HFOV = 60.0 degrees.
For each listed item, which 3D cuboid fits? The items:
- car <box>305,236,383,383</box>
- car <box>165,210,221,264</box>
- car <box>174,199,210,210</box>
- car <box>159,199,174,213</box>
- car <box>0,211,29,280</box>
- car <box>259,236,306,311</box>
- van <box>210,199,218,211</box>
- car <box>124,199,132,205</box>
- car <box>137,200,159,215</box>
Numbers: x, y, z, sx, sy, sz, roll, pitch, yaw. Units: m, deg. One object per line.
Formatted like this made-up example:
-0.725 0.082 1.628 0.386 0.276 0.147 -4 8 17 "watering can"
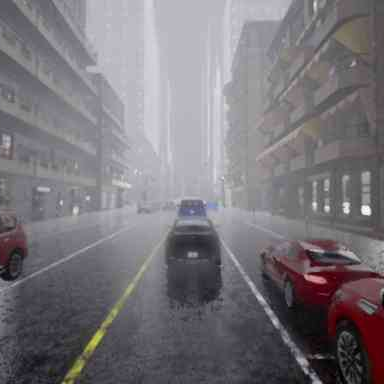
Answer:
2.709 1.342 2.131 2.192 1.841 5.009 1 -1 0 "car"
0.043 1.650 12.367 1.837 1.490 4.892 0 0 0 "car"
0.032 1.527 26.199 2.150 2.045 5.566 0 0 0 "car"
-3.091 2.038 46.060 1.837 1.490 4.892 0 -1 0 "car"
-5.672 1.405 7.618 2.192 1.841 5.009 1 -1 0 "car"
2.704 1.673 7.667 1.802 1.307 4.206 1 -1 0 "car"
2.707 1.877 46.450 1.690 1.788 3.998 1 -1 0 "van"
-16.493 2.418 80.120 4.097 1.590 1.967 0 -2 0 "car"
-5.644 2.022 40.855 2.008 1.369 4.403 1 -1 0 "car"
